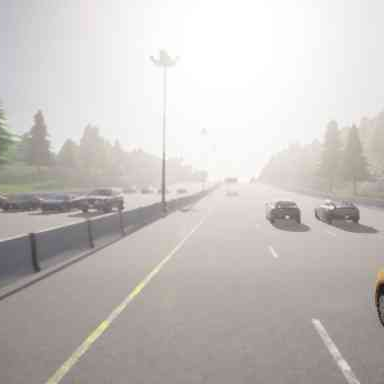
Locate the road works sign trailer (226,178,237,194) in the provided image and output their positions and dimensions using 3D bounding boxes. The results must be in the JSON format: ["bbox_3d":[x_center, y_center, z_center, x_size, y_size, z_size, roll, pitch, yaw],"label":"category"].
[{"bbox_3d":[8.599,-1.406,71.857,2.380,3.560,2.880,1,3,5],"label":"road works sign trailer"}]

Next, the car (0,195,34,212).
[{"bbox_3d":[-14.464,0.933,28.974,1.994,1.385,4.181,1,1,7],"label":"car"}]

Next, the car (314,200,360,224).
[{"bbox_3d":[9.587,1.249,22.314,2.128,1.511,4.902,1,1,7],"label":"car"}]

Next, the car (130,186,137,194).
[{"bbox_3d":[-12.879,-0.415,69.203,1.837,1.490,4.892,1,2,7],"label":"car"}]

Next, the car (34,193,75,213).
[{"bbox_3d":[-11.000,0.892,28.474,1.882,1.535,5.008,1,1,7],"label":"car"}]

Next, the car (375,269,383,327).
[{"bbox_3d":[3.916,1.496,3.648,1.882,1.535,5.008,1,1,4],"label":"car"}]

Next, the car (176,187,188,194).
[{"bbox_3d":[-2.111,-0.337,70.710,1.895,1.301,4.718,1,2,7],"label":"car"}]

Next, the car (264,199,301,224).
[{"bbox_3d":[6.093,1.221,22.581,1.837,1.490,4.892,1,1,7],"label":"car"}]

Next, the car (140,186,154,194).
[{"bbox_3d":[-9.350,-0.534,69.208,2.097,1.767,4.553,1,2,7],"label":"car"}]

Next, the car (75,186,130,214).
[{"bbox_3d":[-7.478,0.672,28.427,2.150,2.045,5.566,1,1,7],"label":"car"}]

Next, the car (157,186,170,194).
[{"bbox_3d":[-5.877,-0.490,68.776,2.097,1.767,4.553,1,2,7],"label":"car"}]
